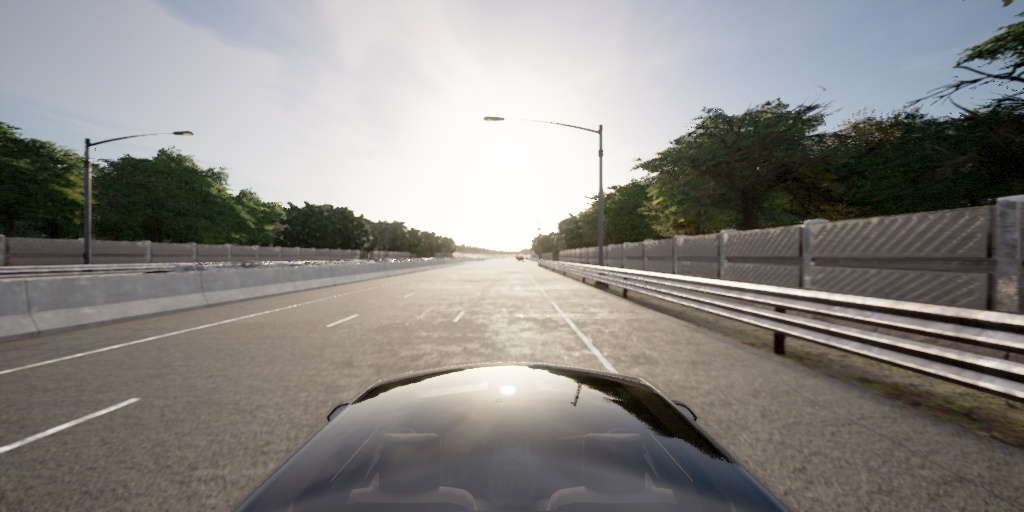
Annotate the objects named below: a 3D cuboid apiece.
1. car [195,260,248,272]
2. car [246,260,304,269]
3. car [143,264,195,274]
[{"bbox_3d":[-21.098,1.124,27.525,2.097,1.767,4.553,0,0,0],"label":"car"},{"bbox_3d":[-17.599,1.277,27.623,1.837,1.490,4.892,0,0,0],"label":"car"},{"bbox_3d":[-24.599,1.319,26.824,2.033,1.411,5.357,0,0,0],"label":"car"}]
